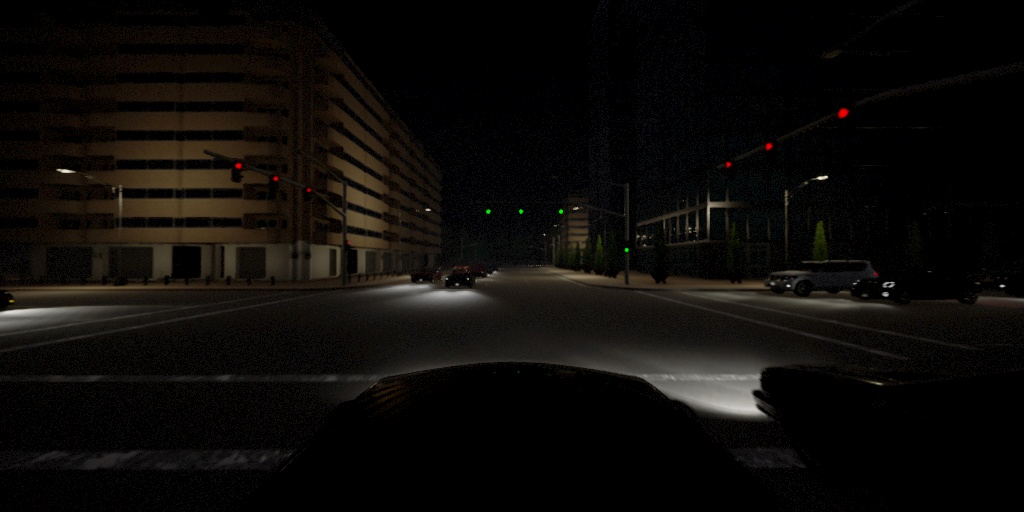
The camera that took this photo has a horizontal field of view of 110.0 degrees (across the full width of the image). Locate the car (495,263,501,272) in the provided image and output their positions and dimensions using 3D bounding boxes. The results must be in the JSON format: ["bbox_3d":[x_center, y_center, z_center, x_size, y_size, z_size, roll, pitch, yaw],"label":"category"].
[{"bbox_3d":[-3.530,1.986,64.246,2.128,1.511,4.902,0,-1,1],"label":"car"}]

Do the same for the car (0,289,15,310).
[{"bbox_3d":[-22.371,1.514,13.911,4.181,1.385,1.994,0,-1,0],"label":"car"}]

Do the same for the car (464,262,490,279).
[{"bbox_3d":[-3.894,1.689,40.471,1.882,1.535,5.008,0,0,0],"label":"car"}]

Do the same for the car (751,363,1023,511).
[{"bbox_3d":[3.655,1.297,1.658,2.033,1.411,5.357,0,-1,1],"label":"car"}]

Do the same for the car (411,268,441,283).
[{"bbox_3d":[-7.470,1.710,31.929,1.895,1.301,4.718,0,-1,2],"label":"car"}]

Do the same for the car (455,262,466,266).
[{"bbox_3d":[-7.219,1.709,52.817,2.097,1.767,4.553,0,-1,1],"label":"car"}]

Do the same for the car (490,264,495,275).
[{"bbox_3d":[-3.722,1.842,49.355,1.812,1.442,4.674,0,-1,1],"label":"car"}]

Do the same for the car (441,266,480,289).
[{"bbox_3d":[-3.757,1.657,26.710,1.895,1.301,4.718,0,0,-1],"label":"car"}]

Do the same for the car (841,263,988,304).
[{"bbox_3d":[19.406,1.345,17.474,4.553,1.767,2.097,0,-1,0],"label":"car"}]

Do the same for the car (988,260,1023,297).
[{"bbox_3d":[29.833,1.258,20.950,5.566,2.045,2.150,0,-1,-1],"label":"car"}]

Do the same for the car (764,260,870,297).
[{"bbox_3d":[17.995,1.256,20.982,5.566,2.045,2.150,0,-1,0],"label":"car"}]
